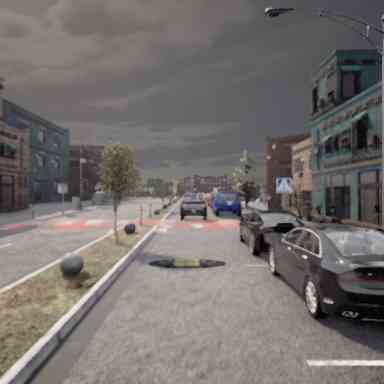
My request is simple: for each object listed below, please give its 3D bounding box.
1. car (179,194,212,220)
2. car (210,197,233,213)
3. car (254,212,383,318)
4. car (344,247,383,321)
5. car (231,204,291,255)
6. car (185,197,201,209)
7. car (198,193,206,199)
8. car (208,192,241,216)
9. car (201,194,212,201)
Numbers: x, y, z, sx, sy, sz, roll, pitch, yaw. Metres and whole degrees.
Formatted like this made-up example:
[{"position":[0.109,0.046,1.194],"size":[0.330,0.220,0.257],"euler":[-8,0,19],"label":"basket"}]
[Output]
[{"position":[0.104,1.213,24.178],"size":[2.128,1.511,4.902],"euler":[0,-4,0],"label":"car"},{"position":[3.000,1.261,34.726],"size":[2.002,1.452,4.674],"euler":[0,0,0],"label":"car"},{"position":[2.997,1.430,7.241],"size":[2.231,1.521,4.892],"euler":[0,0,0],"label":"car"},{"position":[2.997,1.470,1.594],"size":[2.231,1.521,4.892],"euler":[0,0,0],"label":"car"},{"position":[2.998,1.417,12.799],"size":[2.163,1.488,4.792],"euler":[0,0,0],"label":"car"},{"position":[0.103,1.302,41.616],"size":[1.895,1.301,4.718],"euler":[0,0,0],"label":"car"},{"position":[2.885,1.138,95.481],"size":[2.002,1.452,4.674],"euler":[0,0,-1],"label":"car"},{"position":[3.000,1.008,29.237],"size":[2.435,2.045,5.566],"euler":[0,0,0],"label":"car"},{"position":[3.003,1.138,67.980],"size":[2.002,1.452,4.674],"euler":[0,0,0],"label":"car"}]
